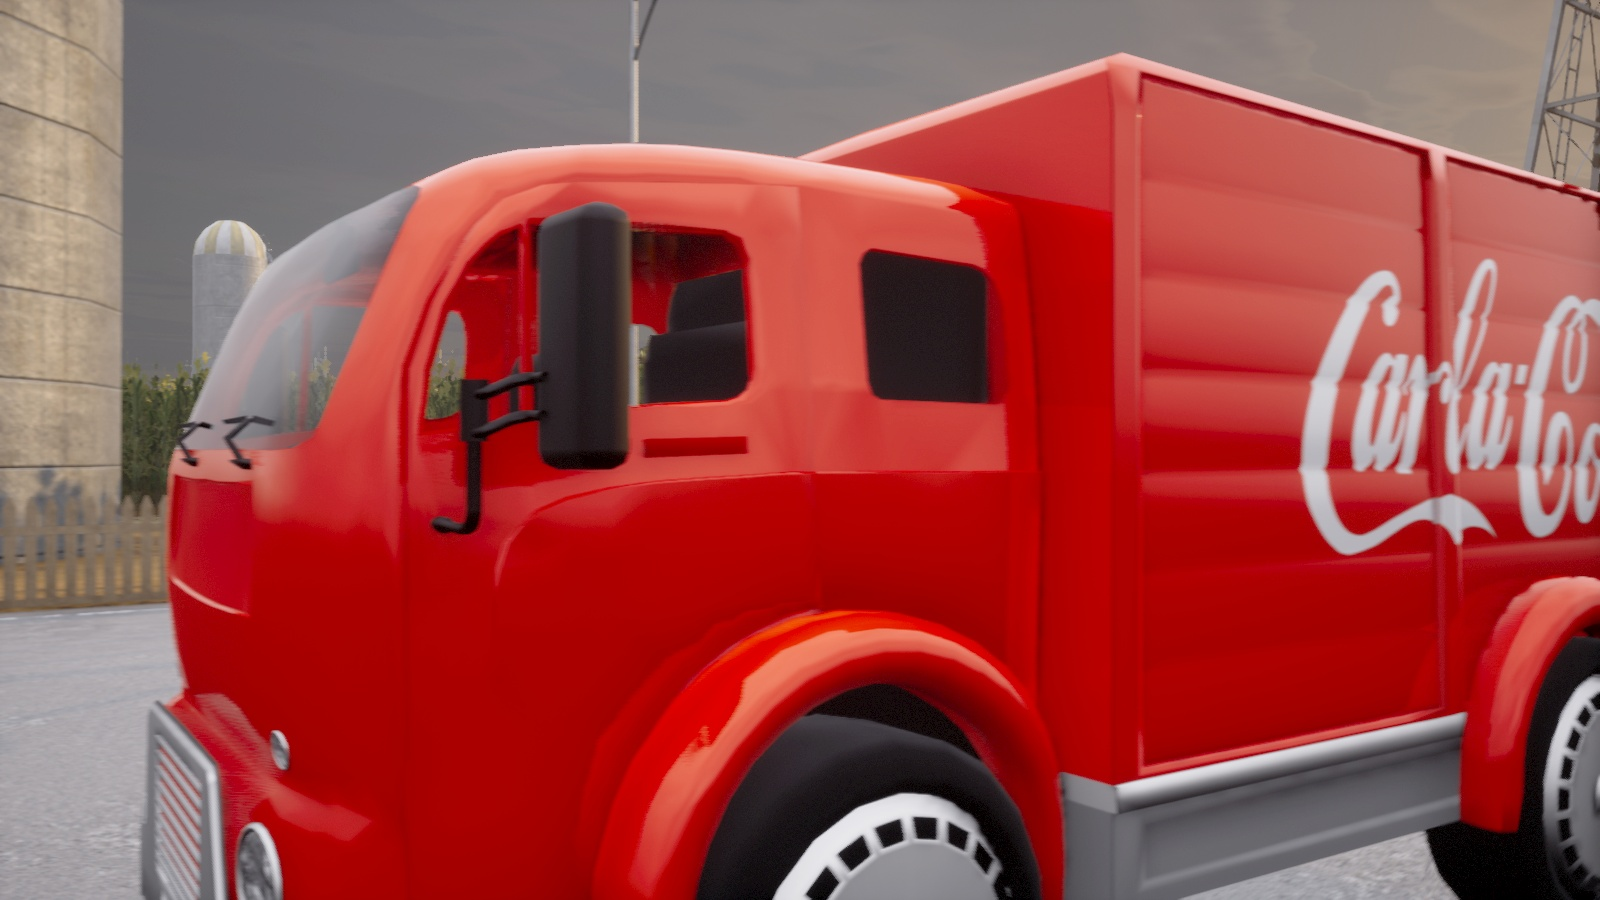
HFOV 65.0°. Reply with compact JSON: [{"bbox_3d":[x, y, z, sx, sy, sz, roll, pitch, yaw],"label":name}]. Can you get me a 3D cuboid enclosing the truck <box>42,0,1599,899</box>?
[{"bbox_3d":[0.650,0.267,4.113,5.204,2.467,2.627,0,0,-35],"label":"truck"}]
